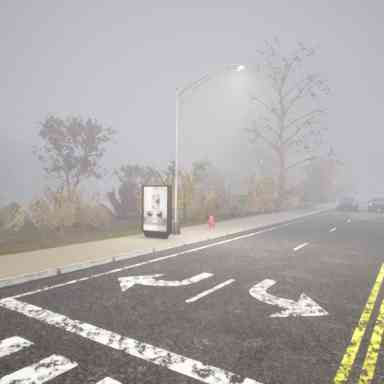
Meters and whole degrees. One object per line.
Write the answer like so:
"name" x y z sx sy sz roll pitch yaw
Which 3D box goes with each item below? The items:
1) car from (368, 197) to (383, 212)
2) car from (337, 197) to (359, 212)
"car" 21.473 1.393 38.124 2.097 1.767 4.553 0 0 30
"car" 18.669 1.391 39.767 2.097 1.767 4.553 0 0 30
